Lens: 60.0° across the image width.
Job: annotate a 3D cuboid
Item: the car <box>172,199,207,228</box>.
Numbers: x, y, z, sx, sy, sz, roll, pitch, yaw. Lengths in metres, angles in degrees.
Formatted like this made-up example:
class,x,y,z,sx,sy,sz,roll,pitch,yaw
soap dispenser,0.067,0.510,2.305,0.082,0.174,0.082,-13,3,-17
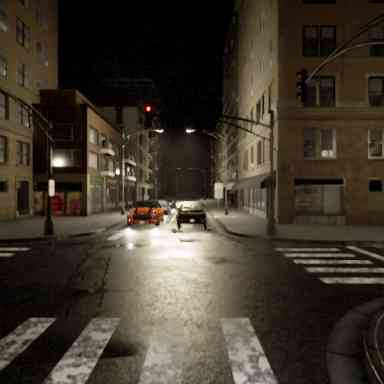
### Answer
class,x,y,z,sx,sy,sz,roll,pitch,yaw
car,-0.003,1.475,22.090,2.128,1.511,4.902,0,0,0

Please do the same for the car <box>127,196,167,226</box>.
class,x,y,z,sx,sy,sz,roll,pitch,yaw
car,-3.144,1.335,23.131,2.097,1.767,4.553,0,0,0

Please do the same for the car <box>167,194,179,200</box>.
class,x,y,z,sx,sy,sz,roll,pitch,yaw
car,-3.179,1.310,43.859,2.097,1.767,4.553,0,0,0

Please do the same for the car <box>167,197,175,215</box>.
class,x,y,z,sx,sy,sz,roll,pitch,yaw
car,-3.167,1.518,33.718,2.033,1.411,5.357,0,0,0
